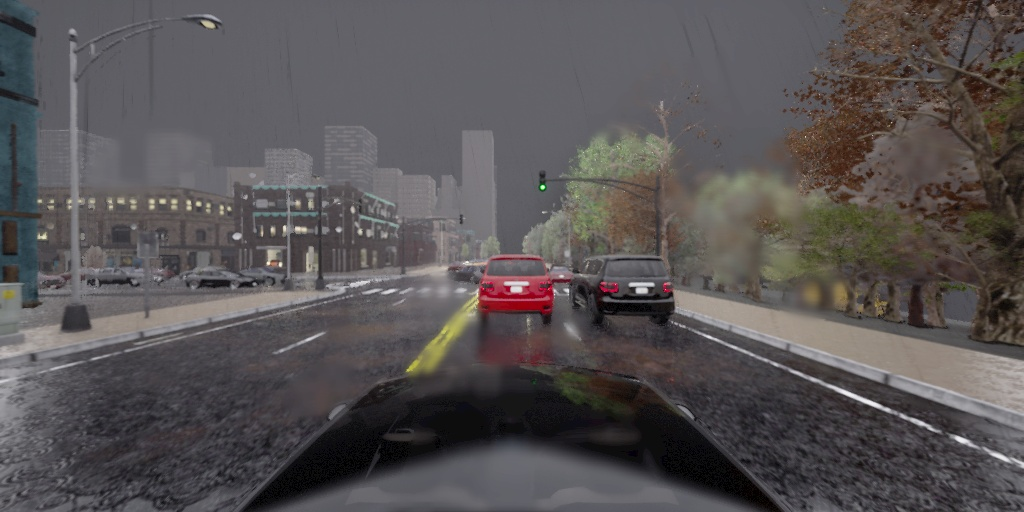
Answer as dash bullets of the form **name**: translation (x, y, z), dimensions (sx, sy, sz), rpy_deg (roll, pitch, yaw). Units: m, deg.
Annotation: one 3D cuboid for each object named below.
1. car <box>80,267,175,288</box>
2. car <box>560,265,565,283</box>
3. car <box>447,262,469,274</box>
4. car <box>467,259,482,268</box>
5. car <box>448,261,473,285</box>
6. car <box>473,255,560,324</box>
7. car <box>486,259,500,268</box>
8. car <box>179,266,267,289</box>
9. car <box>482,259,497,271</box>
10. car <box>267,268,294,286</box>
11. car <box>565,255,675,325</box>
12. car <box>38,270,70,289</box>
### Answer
- **car**: translation (-29.543, 1.606, 27.494), dimensions (4.902, 1.511, 2.128), rpy_deg (-1, 0, 0)
- **car**: translation (3.349, 1.342, 26.185), dimensions (1.994, 1.385, 4.181), rpy_deg (0, 0, 0)
- **car**: translation (-6.605, 1.397, 44.096), dimensions (1.895, 1.301, 4.718), rpy_deg (0, 0, 1)
- **car**: translation (-6.506, 1.305, 63.224), dimensions (2.128, 1.511, 4.902), rpy_deg (0, 0, 0)
- **car**: translation (-2.626, 1.325, 25.779), dimensions (2.033, 1.411, 5.357), rpy_deg (0, 0, -35)
- **car**: translation (0.102, 0.983, 12.134), dimensions (2.150, 2.045, 5.566), rpy_deg (0, 0, 0)
- **car**: translation (-3.268, 1.302, 62.307), dimensions (2.128, 1.511, 4.902), rpy_deg (0, 0, 0)
- **car**: translation (-19.946, 1.594, 24.775), dimensions (4.313, 1.339, 1.948), rpy_deg (0, 0, 0)
- **car**: translation (-3.325, 1.282, 53.033), dimensions (1.882, 1.535, 5.008), rpy_deg (0, 0, 0)
- **car**: translation (-19.170, 1.559, 27.481), dimensions (4.181, 1.385, 1.994), rpy_deg (-1, 0, 0)
- **car**: translation (3.355, 0.984, 11.957), dimensions (2.150, 2.045, 5.566), rpy_deg (0, 0, 0)
- **car**: translation (-33.823, 1.626, 24.914), dimensions (4.097, 1.591, 1.967), rpy_deg (0, 0, 0)
